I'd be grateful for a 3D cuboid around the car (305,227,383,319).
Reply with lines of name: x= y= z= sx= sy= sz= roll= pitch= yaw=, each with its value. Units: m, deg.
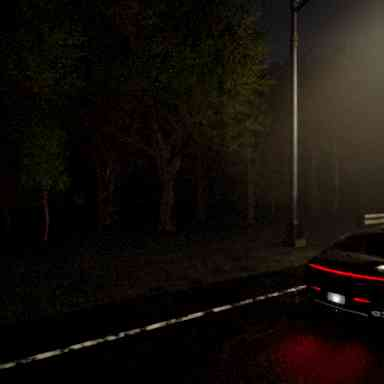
car: x=4.396 y=1.509 z=6.986 sx=4.892 sy=1.490 sz=1.837 roll=-1 pitch=0 yaw=-35
